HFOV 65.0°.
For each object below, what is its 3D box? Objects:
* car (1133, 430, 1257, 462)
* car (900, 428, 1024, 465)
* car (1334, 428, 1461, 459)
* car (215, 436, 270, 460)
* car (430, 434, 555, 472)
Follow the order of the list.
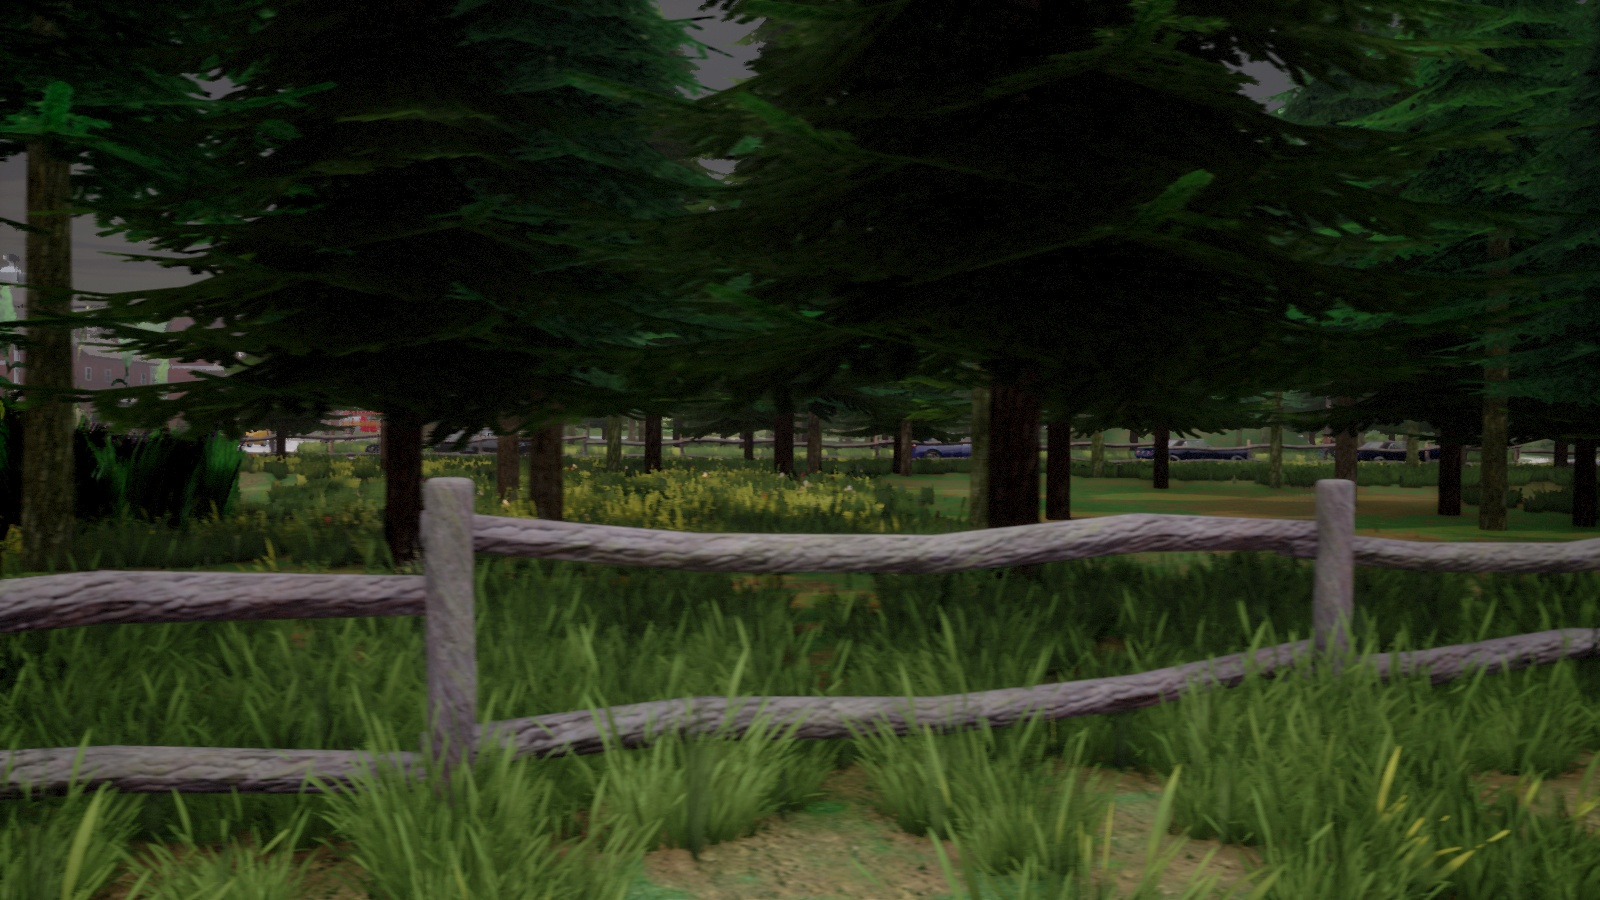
[{"bbox_3d":[16.975,-0.186,54.059,4.718,1.301,1.895,-1,1,-6],"label":"car"},{"bbox_3d":[6.772,-0.158,52.921,4.792,1.488,2.163,-1,1,-6],"label":"car"},{"bbox_3d":[26.184,-0.303,55.096,4.718,1.301,1.895,-1,1,-7],"label":"car"},{"bbox_3d":[-36.407,-0.157,82.123,1.882,1.535,5.008,-1,1,-8],"label":"car"},{"bbox_3d":[-12.400,0.101,50.862,4.674,1.442,1.812,-1,1,-5],"label":"car"}]
